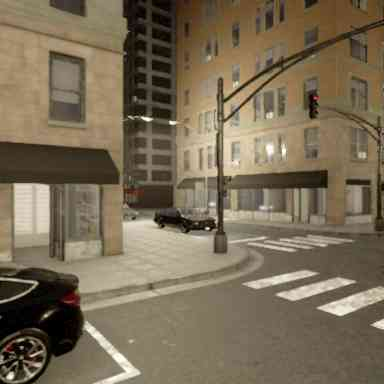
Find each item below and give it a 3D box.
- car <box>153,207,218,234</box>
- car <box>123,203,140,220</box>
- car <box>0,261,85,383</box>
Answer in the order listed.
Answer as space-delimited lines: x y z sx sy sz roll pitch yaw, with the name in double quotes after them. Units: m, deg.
-0.543 1.600 20.231 2.033 1.411 5.357 0 0 -32 "car"
-6.402 1.644 28.418 2.033 1.411 5.357 0 0 -36 "car"
-3.437 1.567 3.742 4.313 1.339 1.947 0 0 -35 "car"
